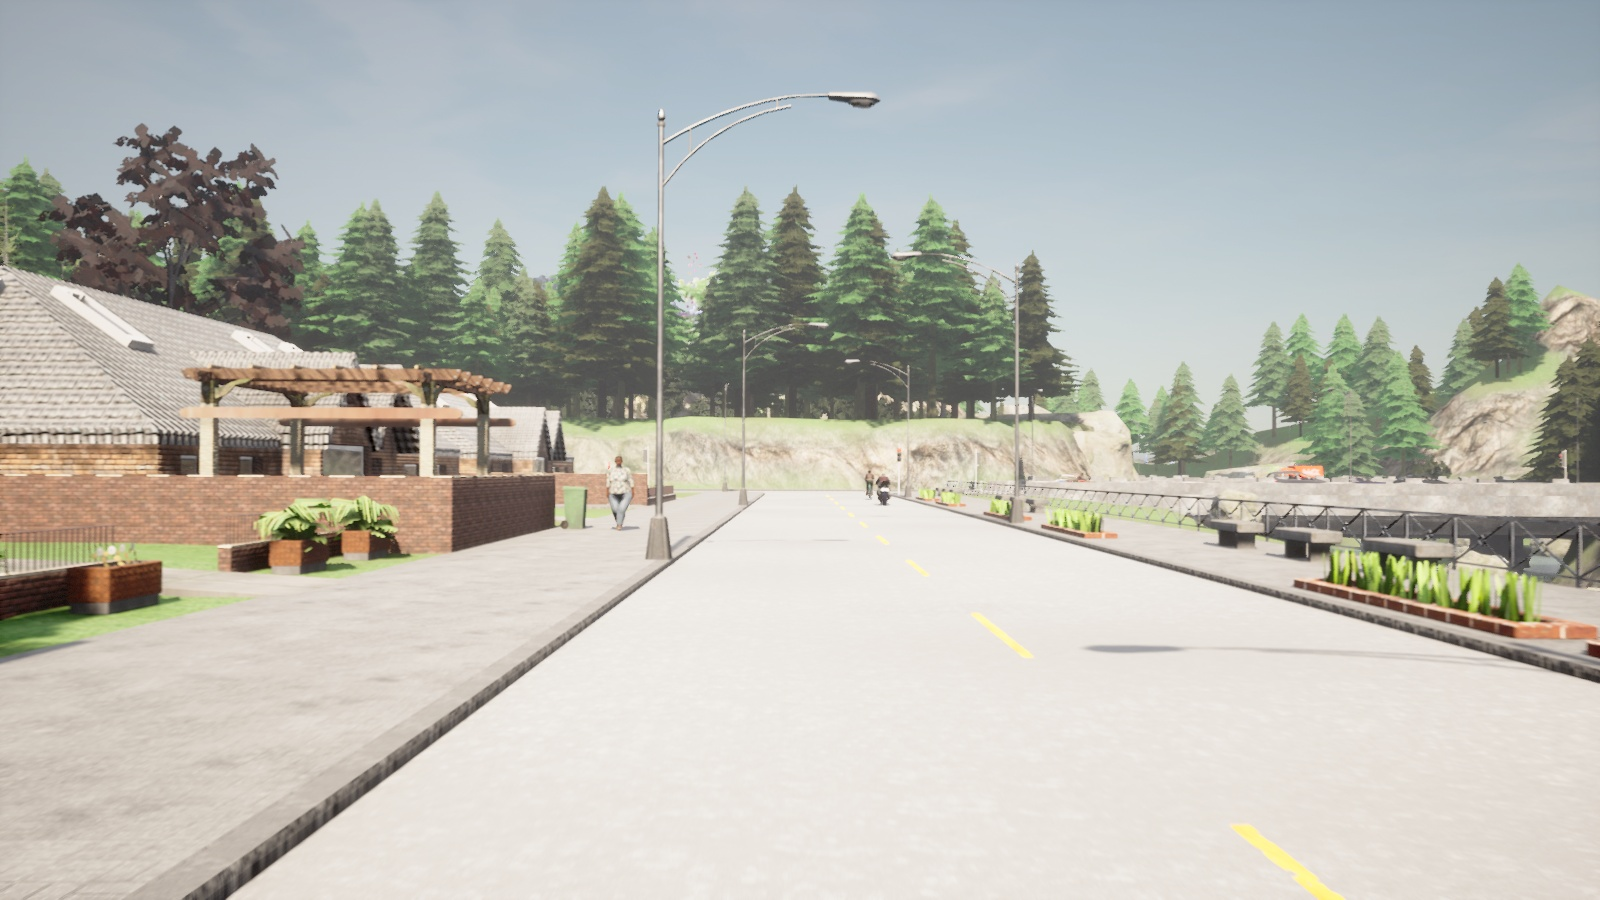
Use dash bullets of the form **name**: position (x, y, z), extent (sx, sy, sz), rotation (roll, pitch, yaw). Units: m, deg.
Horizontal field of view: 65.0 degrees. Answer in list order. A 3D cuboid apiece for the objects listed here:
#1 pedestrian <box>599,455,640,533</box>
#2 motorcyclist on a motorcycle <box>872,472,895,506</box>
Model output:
- **pedestrian**: position (-4.341, 1.049, 30.301), extent (0.874, 1.855, 0.900), rotation (0, -1, -1)
- **motorcyclist on a motorcycle**: position (3.864, 1.810, 58.271), extent (0.866, 1.530, 2.191), rotation (0, -1, 0)
